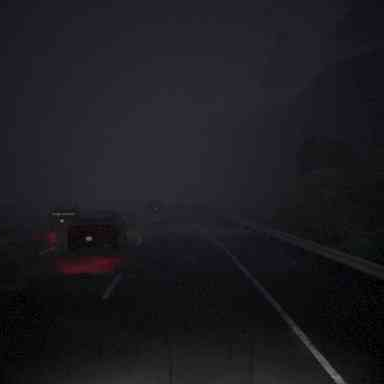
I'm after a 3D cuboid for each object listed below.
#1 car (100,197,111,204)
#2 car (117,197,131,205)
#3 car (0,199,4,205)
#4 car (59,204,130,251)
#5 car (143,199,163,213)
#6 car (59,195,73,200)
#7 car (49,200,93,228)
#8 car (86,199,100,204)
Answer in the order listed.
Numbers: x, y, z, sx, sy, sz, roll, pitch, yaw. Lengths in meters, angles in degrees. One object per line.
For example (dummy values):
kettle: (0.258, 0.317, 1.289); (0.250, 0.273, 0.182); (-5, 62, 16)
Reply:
car: (-16.702, 1.733, 63.666); (1.837, 1.490, 4.892); (0, 0, -24)
car: (-13.117, 1.661, 64.225); (1.882, 1.535, 5.008); (0, 0, -24)
car: (-31.225, 1.907, 52.854); (1.837, 1.490, 4.892); (0, 0, -21)
car: (-3.941, 1.531, 14.456); (1.882, 1.535, 5.008); (0, 0, -5)
car: (-4.537, 1.573, 38.309); (1.837, 1.490, 4.892); (0, 0, -14)
car: (-23.523, 1.534, 62.122); (2.150, 2.045, 5.566); (0, 0, -25)
car: (-8.567, 1.606, 23.288); (2.128, 1.511, 4.902); (0, 0, -9)
car: (-18.726, 1.853, 61.044); (1.895, 1.301, 4.718); (-1, 0, -24)
